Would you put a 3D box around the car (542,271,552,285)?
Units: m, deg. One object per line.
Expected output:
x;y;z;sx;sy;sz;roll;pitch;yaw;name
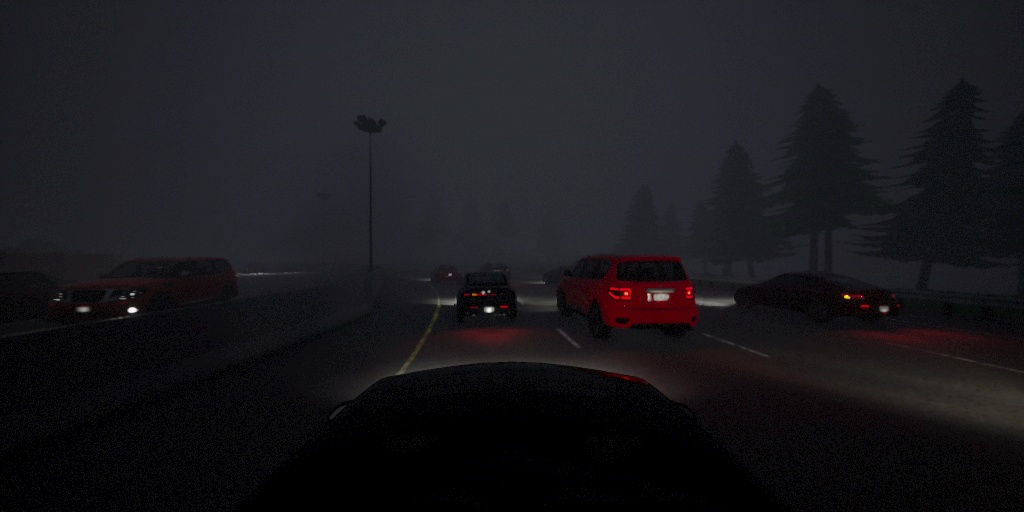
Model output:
3.745;1.307;23.876;2.033;1.411;5.357;0;0;-16;car

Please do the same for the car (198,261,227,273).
-41.353;1.507;49.427;4.902;1.511;2.128;0;0;38;car

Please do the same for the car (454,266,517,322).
-0.999;1.273;12.500;1.837;1.490;4.892;0;0;-8;car

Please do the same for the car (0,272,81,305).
-23.458;1.486;16.801;1.895;1.301;4.718;0;0;-17;car

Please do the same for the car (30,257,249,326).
-11.666;1.042;12.073;2.150;2.045;5.566;0;0;-10;car

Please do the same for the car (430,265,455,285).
-5.372;1.375;28.900;1.994;1.385;4.181;0;0;-20;car

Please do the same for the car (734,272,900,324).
9.641;1.241;11.843;1.812;1.442;4.674;0;0;-7;car

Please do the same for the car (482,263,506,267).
-1.570;1.284;28.759;2.128;1.511;4.902;0;0;-20;car

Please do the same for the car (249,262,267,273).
-33.713;1.537;47.115;1.994;1.385;4.181;0;0;-45;car

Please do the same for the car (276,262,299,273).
-31.137;1.512;49.599;2.033;1.411;5.357;0;0;-44;car

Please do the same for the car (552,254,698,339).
2.869;0.968;10.237;2.150;2.045;5.566;0;0;-6;car

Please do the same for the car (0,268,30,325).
-14.885;1.185;9.460;2.097;1.767;4.553;0;0;-8;car
